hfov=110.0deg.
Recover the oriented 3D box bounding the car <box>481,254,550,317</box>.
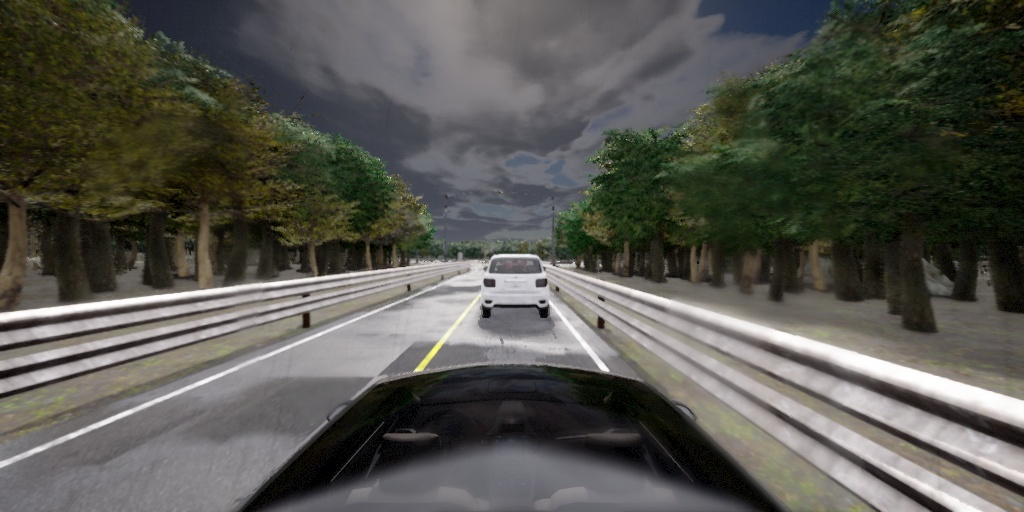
[{"bbox_3d":[0.108,0.959,13.224,2.150,2.045,5.566,0,0,0],"label":"car"}]
